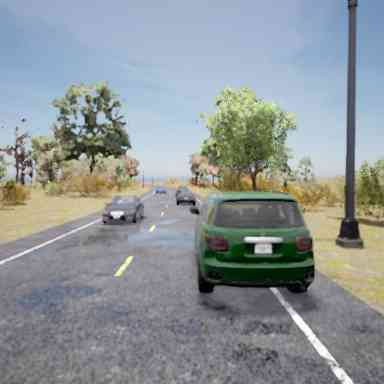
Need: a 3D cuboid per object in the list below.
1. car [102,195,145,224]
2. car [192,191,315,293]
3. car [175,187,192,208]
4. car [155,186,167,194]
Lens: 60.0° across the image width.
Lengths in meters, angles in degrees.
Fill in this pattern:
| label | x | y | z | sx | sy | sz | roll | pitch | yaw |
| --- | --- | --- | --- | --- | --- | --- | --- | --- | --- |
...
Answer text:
| label | x | y | z | sx | sy | sz | roll | pitch | yaw |
| --- | --- | --- | --- | --- | --- | --- | --- | --- | --- |
| car | -3.839 | 0.918 | 19.205 | 2.128 | 1.511 | 4.902 | 0 | 2 | -1 |
| car | 1.177 | 0.974 | 8.299 | 2.150 | 2.045 | 5.566 | 0 | 2 | -1 |
| car | -0.647 | 0.519 | 34.708 | 1.994 | 1.385 | 4.181 | 0 | 2 | -2 |
| car | -5.663 | -0.376 | 60.994 | 1.882 | 1.535 | 5.008 | 0 | 2 | -3 |
